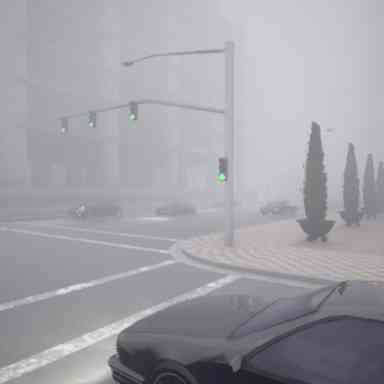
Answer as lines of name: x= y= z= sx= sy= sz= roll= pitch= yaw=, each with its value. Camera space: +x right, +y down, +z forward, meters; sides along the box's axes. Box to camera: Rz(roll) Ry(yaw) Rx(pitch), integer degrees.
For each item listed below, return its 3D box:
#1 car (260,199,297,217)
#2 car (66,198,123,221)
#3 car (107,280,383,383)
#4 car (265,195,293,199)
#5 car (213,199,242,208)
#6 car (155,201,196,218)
car: x=8.107 y=1.563 z=30.788 sx=1.895 sy=1.301 sz=4.718 roll=0 pitch=0 yaw=36
car: x=-7.833 y=1.280 z=26.986 sx=2.097 sy=1.767 sz=4.553 roll=0 pitch=0 yaw=36
car: x=1.700 y=1.547 z=2.748 sx=5.357 sy=1.411 sz=2.033 roll=0 pitch=0 yaw=36
car: x=13.051 y=1.540 z=49.809 sx=1.895 sy=1.301 sz=4.718 roll=0 pitch=0 yaw=36
car: x=4.736 y=1.528 z=44.356 sx=1.895 sy=1.301 sz=4.718 roll=0 pitch=0 yaw=36
car: x=-1.432 y=1.503 z=29.866 sx=1.994 sy=1.385 sz=4.181 roll=0 pitch=0 yaw=36
